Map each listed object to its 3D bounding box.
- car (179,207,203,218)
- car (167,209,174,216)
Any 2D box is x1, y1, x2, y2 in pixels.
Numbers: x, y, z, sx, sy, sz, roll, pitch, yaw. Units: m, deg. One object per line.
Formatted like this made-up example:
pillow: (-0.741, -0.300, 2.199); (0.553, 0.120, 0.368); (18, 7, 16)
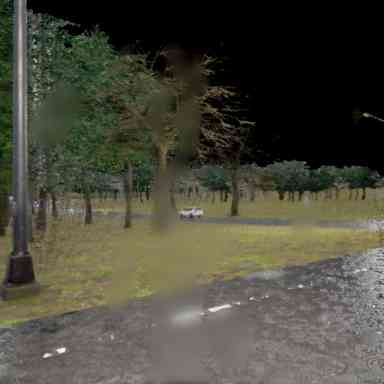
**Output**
car: (-0.163, 3.758, 61.169); (2.150, 2.045, 5.566); (-2, -2, -34)
car: (-5.516, 4.304, 68.967); (1.812, 1.442, 4.674); (-2, -1, -34)
